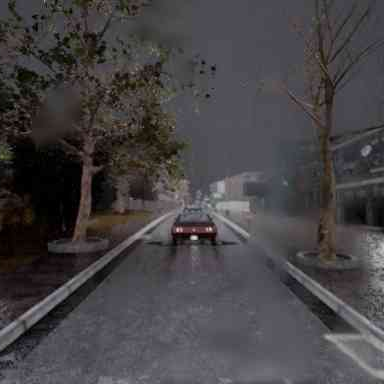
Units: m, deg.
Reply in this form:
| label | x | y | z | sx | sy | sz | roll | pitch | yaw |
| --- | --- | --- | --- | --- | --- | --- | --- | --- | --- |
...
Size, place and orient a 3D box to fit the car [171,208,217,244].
| label | x | y | z | sx | sy | sz | roll | pitch | yaw |
| --- | --- | --- | --- | --- | --- | --- | --- | --- | --- |
| car | 0.084 | 1.616 | 15.757 | 1.895 | 1.301 | 4.718 | 0 | -1 | 0 |

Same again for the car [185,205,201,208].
| label | x | y | z | sx | sy | sz | roll | pitch | yaw |
| --- | --- | --- | --- | --- | --- | --- | --- | --- | --- |
| car | 0.097 | 1.934 | 33.705 | 1.895 | 1.301 | 4.718 | 0 | -1 | 0 |
